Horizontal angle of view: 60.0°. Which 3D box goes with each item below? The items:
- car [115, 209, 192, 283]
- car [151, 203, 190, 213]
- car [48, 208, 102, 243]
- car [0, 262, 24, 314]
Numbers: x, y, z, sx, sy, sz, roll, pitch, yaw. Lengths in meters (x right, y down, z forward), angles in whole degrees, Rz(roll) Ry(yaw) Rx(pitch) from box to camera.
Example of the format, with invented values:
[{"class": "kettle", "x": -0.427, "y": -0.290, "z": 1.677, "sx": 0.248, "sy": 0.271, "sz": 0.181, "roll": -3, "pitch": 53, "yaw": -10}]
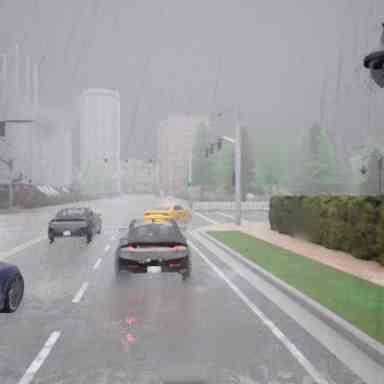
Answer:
[{"class": "car", "x": -1.136, "y": 1.499, "z": 9.767, "sx": 2.128, "sy": 1.511, "sz": 4.902, "roll": 0, "pitch": 0, "yaw": -7}, {"class": "car", "x": -1.492, "y": 1.490, "z": 21.871, "sx": 1.882, "sy": 1.535, "sz": 5.008, "roll": -1, "pitch": 0, "yaw": 15}, {"class": "car", "x": -5.562, "y": 1.508, "z": 16.232, "sx": 2.128, "sy": 1.511, "sz": 4.902, "roll": 0, "pitch": 0, "yaw": -8}, {"class": "car", "x": -4.049, "y": 1.534, "z": 4.594, "sx": 1.812, "sy": 1.442, "sz": 4.674, "roll": 0, "pitch": 0, "yaw": -5}]
